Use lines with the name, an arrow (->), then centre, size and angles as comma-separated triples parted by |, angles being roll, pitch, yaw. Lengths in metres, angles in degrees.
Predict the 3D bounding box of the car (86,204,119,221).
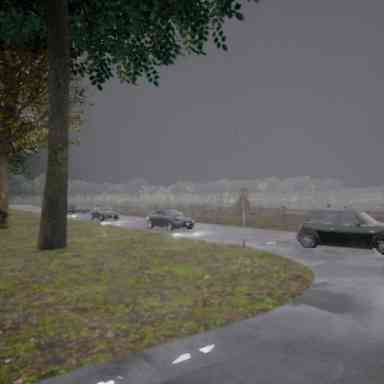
car -> -9.413, 2.265, 35.636 | 1.837, 1.490, 4.892 | -1, -1, -35

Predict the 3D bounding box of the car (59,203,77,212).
car -> -21.787, 2.678, 58.268 | 1.837, 1.490, 4.892 | -1, -1, -35

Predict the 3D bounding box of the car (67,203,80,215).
car -> -18.571, 2.585, 48.751 | 2.033, 1.411, 5.357 | -1, -1, -35

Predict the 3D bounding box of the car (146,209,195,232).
car -> -1.685, 2.023, 24.674 | 1.837, 1.490, 4.892 | -1, -1, -35

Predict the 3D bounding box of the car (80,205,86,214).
car -> -16.105, 2.570, 50.225 | 1.994, 1.385, 4.181 | -1, -1, -35

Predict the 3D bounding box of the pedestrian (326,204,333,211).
pedestrian -> 8.516, 1.608, 20.577 | 0.375, 1.860, 0.375 | -2, 1, -35

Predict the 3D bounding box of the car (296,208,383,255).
car -> 6.989, 1.596, 14.402 | 4.553, 1.767, 2.097 | -2, -1, 40
